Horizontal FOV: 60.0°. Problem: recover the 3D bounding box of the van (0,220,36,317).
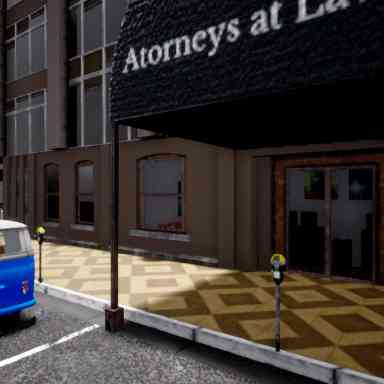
[{"bbox_3d":[-4.573,1.341,6.122,3.998,1.788,1.690,0,0,35],"label":"van"}]
